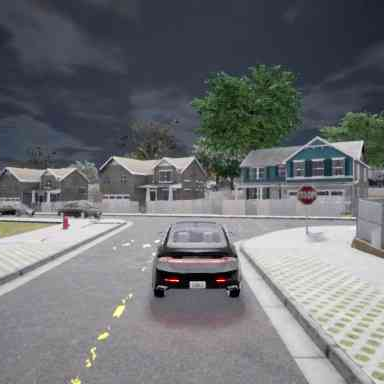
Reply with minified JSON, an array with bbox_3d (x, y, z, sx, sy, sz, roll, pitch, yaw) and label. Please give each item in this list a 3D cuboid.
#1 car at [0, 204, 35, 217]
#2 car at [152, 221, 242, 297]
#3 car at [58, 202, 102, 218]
[{"bbox_3d":[-19.278,2.019,36.527,4.902,1.511,2.128,-2,-2,30],"label":"car"},{"bbox_3d":[0.101,1.495,8.544,2.128,1.511,4.902,0,0,0],"label":"car"},{"bbox_3d":[-10.547,1.755,31.230,4.892,1.490,1.837,-2,-2,32],"label":"car"}]
